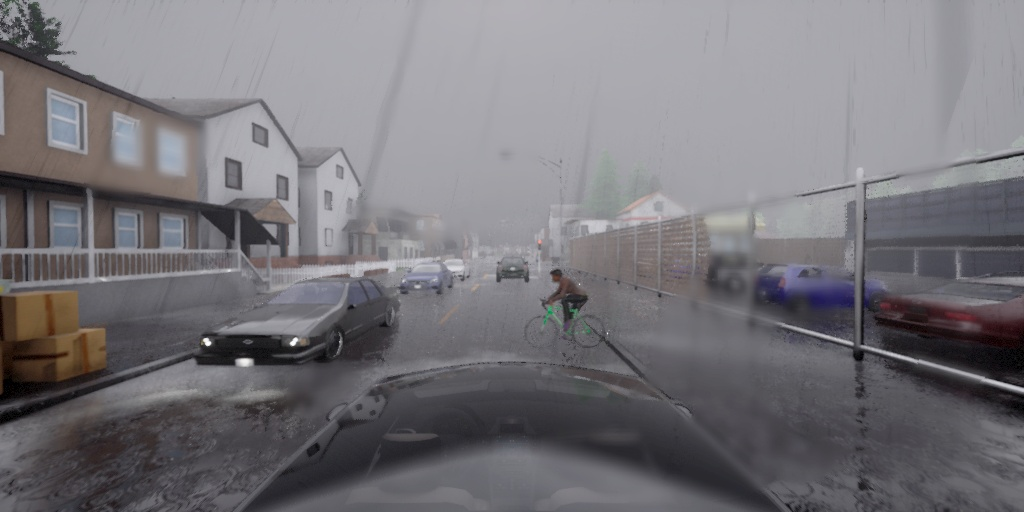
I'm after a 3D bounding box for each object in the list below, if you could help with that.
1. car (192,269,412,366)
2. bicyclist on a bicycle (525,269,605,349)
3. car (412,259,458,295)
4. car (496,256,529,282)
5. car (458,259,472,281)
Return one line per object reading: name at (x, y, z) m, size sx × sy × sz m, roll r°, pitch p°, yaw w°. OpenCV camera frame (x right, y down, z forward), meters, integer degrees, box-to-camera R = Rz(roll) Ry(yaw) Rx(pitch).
car at (-4.112, 1.210, 8.157) m, size 2.033 × 1.411 × 5.357 m, roll 0°, pitch 1°, yaw 0°
bicyclist on a bicycle at (1.068, 1.081, 7.283) m, size 1.656 × 1.620 × 0.582 m, roll -1°, pitch 1°, yaw 0°
car at (-4.124, 1.043, 18.004) m, size 1.812 × 1.442 × 4.674 m, roll 0°, pitch 1°, yaw 0°
car at (0.035, 0.768, 24.374) m, size 2.097 × 1.767 × 4.553 m, roll 0°, pitch 1°, yaw 0°
car at (-4.060, 0.936, 25.267) m, size 1.812 × 1.442 × 4.674 m, roll 0°, pitch 1°, yaw 0°
